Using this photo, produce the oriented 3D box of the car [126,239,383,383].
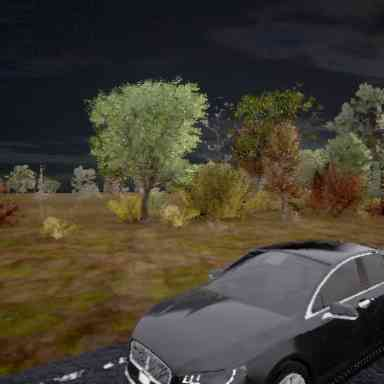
[{"bbox_3d":[1.503,1.493,4.556,4.892,1.490,1.837,0,0,-37],"label":"car"}]
